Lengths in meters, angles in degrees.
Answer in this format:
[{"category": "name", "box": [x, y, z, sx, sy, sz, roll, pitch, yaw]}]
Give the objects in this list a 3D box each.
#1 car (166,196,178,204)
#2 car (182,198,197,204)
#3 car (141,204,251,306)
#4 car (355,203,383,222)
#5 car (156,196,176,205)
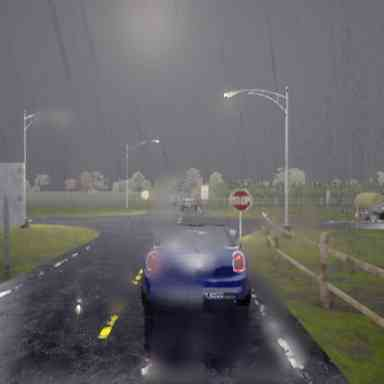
[{"category": "car", "box": [-3.786, 1.494, 64.022, 2.033, 1.411, 5.357, 0, 0, -2]}, {"category": "car", "box": [-0.341, 1.465, 41.481, 2.128, 1.511, 4.902, 0, 0, -1]}, {"category": "car", "box": [0.068, 1.349, 8.183, 2.097, 1.767, 4.553, 0, 0, 0]}, {"category": "car", "box": [14.647, 1.484, 24.358, 4.902, 1.511, 2.128, 0, 0, 9]}, {"category": "car", "box": [-3.286, 1.481, 41.503, 1.837, 1.490, 4.892, 0, 0, -1]}]
